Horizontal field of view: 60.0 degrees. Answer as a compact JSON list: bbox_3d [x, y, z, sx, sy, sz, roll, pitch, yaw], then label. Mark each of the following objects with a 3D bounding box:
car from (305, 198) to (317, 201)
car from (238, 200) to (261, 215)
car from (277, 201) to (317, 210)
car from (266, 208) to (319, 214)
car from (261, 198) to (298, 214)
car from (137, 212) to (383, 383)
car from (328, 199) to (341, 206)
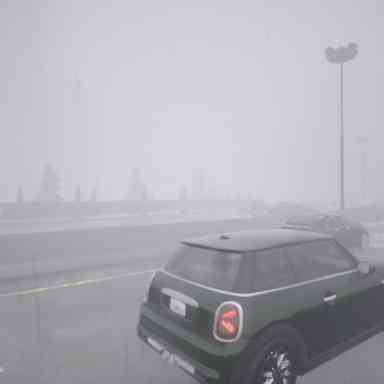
[{"bbox_3d":[25.177,1.976,70.371,2.033,1.411,5.357,0,-1,10],"label":"car"},{"bbox_3d":[6.693,1.695,35.831,1.837,1.490,4.892,0,0,36],"label":"car"},{"bbox_3d":[9.029,1.690,27.467,1.994,1.385,4.181,0,0,39],"label":"car"},{"bbox_3d":[5.143,1.551,12.862,4.892,1.490,1.837,0,0,-43],"label":"car"},{"bbox_3d":[9.089,1.646,33.210,1.882,1.535,5.008,0,-1,36],"label":"car"},{"bbox_3d":[1.521,1.370,5.197,4.553,1.767,2.097,0,0,-37],"label":"car"},{"bbox_3d":[27.343,2.025,63.625,1.895,1.301,4.718,0,-1,16],"label":"car"}]
